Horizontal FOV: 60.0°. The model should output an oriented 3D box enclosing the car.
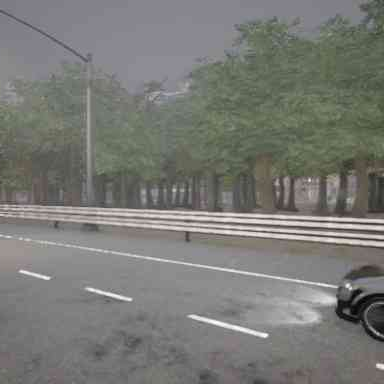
[{"bbox_3d":[4.436,1.567,5.004,4.181,1.385,1.994,0,0,35],"label":"car"}]
